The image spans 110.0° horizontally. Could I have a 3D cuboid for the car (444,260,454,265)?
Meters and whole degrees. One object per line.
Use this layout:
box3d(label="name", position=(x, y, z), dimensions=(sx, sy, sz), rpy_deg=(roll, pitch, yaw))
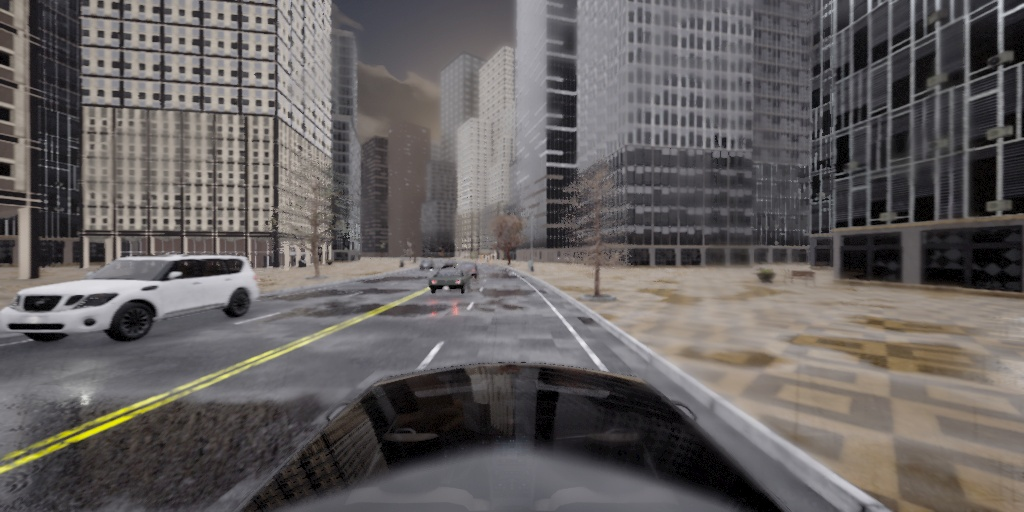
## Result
box3d(label="car", position=(-9.457, 1.295, 55.097), dimensions=(2.033, 1.411, 5.357), rpy_deg=(0, 0, -6))

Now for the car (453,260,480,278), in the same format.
box3d(label="car", position=(-4.064, 1.315, 33.730), dimensions=(2.033, 1.411, 5.357), rpy_deg=(0, 0, -3))

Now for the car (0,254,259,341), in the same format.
box3d(label="car", position=(-9.878, 0.969, 10.164), dimensions=(2.150, 2.045, 5.566), rpy_deg=(0, 0, 0))

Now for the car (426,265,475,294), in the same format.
box3d(label="car", position=(-3.413, 1.366, 20.564), dimensions=(1.895, 1.301, 4.718), rpy_deg=(0, 0, -1))

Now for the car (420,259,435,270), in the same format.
box3d(label="car", position=(-12.554, 1.238, 53.342), dimensions=(2.128, 1.511, 4.902), rpy_deg=(0, 0, -6))
